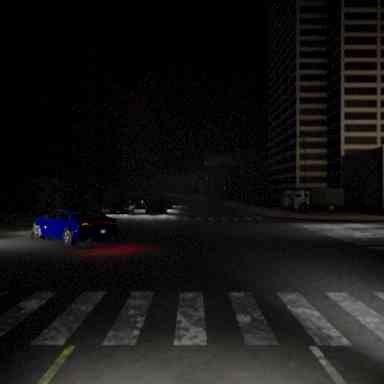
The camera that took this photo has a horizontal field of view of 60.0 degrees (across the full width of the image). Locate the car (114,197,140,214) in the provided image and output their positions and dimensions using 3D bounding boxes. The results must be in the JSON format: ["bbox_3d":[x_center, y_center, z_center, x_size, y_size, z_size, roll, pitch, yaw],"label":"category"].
[{"bbox_3d":[-7.091,1.515,34.541,2.033,1.411,5.357,0,0,0],"label":"car"}]

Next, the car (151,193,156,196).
[{"bbox_3d":[-7.046,1.169,55.279,2.150,2.045,5.566,0,0,0],"label":"car"}]

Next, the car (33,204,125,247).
[{"bbox_3d":[-5.393,1.429,15.026,5.008,1.535,1.882,0,0,43],"label":"car"}]

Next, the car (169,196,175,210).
[{"bbox_3d":[-3.590,1.523,43.143,1.994,1.385,4.181,0,0,0],"label":"car"}]

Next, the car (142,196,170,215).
[{"bbox_3d":[-3.589,1.472,34.228,1.837,1.490,4.892,0,0,0],"label":"car"}]

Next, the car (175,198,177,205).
[{"bbox_3d":[-3.560,1.426,54.333,1.882,1.535,5.008,0,0,1],"label":"car"}]

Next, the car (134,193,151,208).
[{"bbox_3d":[-7.089,1.310,43.974,2.097,1.767,4.553,0,0,0],"label":"car"}]
